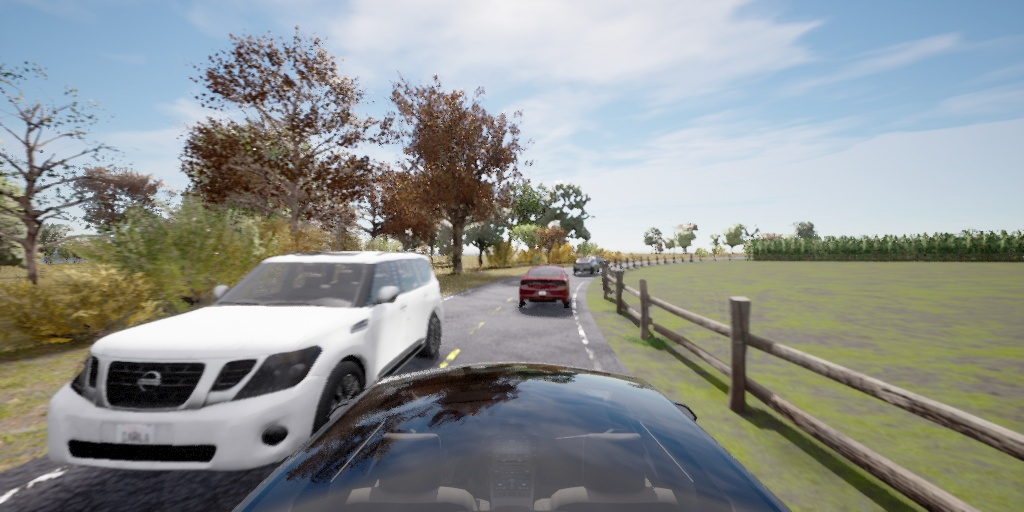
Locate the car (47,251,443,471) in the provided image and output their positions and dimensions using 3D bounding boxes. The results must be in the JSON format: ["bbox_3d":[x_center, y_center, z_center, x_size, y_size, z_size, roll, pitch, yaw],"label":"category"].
[{"bbox_3d":[-2.614,0.939,5.392,2.150,2.045,5.566,0,0,3],"label":"car"}]

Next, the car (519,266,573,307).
[{"bbox_3d":[1.492,1.137,15.101,1.882,1.535,5.008,0,1,10],"label":"car"}]

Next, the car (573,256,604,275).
[{"bbox_3d":[7.083,0.926,33.846,2.128,1.511,4.902,0,1,23],"label":"car"}]
